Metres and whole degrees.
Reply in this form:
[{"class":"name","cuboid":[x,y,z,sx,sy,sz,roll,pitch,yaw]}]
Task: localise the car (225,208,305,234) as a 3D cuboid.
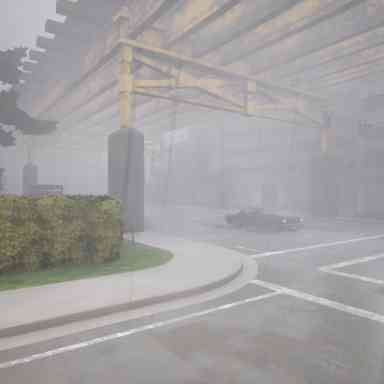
[{"class":"car","cuboid":[4.117,1.601,19.371,1.895,1.301,4.718,0,0,-36]}]
